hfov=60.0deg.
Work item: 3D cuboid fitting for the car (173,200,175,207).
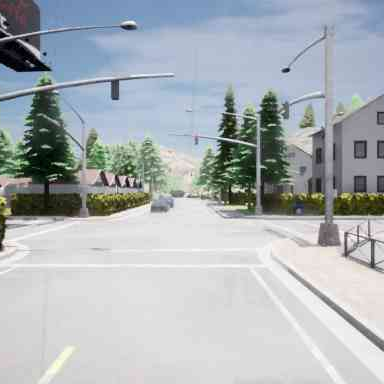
[{"bbox_3d":[-3.611,1.477,48.742,1.882,1.535,5.008,0,0,0],"label":"car"}]

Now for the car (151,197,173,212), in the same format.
[{"bbox_3d":[-3.623,1.547,38.459,2.033,1.411,5.357,0,0,0],"label":"car"}]
